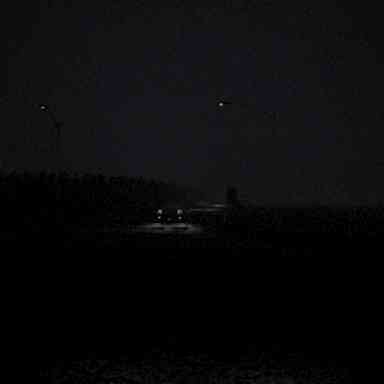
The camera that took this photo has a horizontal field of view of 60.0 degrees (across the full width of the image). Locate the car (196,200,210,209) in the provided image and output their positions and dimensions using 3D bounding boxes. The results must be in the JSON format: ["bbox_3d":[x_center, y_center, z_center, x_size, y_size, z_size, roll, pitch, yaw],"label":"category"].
[{"bbox_3d":[1.864,2.035,54.198,1.812,1.442,4.674,0,0,9],"label":"car"}]

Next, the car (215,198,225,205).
[{"bbox_3d":[6.532,2.251,77.719,2.128,1.511,4.902,0,-1,13],"label":"car"}]

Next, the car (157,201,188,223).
[{"bbox_3d":[-1.581,1.591,27.969,2.097,1.767,4.553,0,-1,5],"label":"car"}]
